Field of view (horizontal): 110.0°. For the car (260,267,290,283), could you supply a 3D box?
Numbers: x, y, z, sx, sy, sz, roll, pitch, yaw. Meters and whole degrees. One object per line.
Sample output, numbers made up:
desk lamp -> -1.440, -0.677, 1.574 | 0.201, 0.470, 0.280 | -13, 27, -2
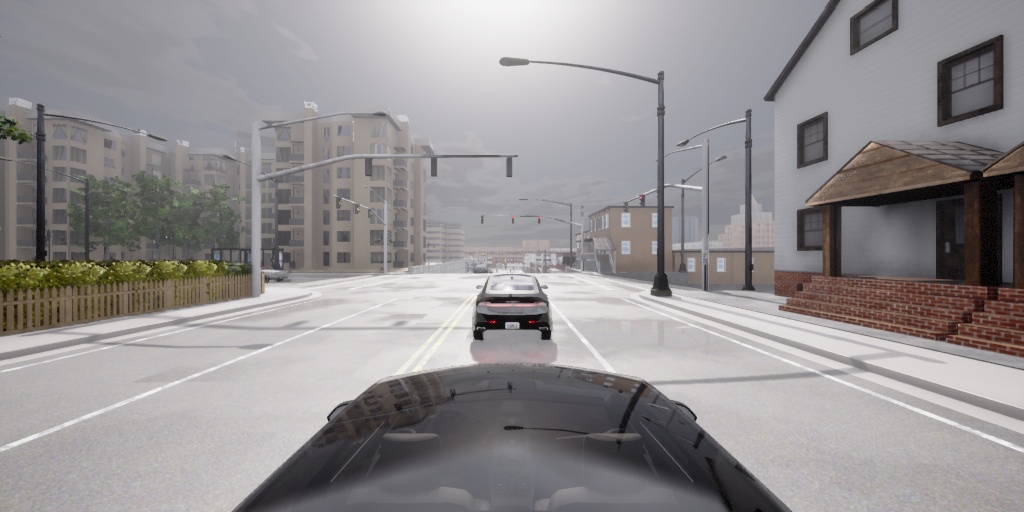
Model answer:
car -> -19.687, 1.351, 27.208 | 4.718, 1.301, 1.895 | 0, 0, 0

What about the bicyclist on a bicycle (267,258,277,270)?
bicyclist on a bicycle -> -25.605, 1.053, 38.225 | 0.582, 1.620, 1.656 | 0, 0, 0

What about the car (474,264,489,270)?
car -> -3.981, 1.774, 47.319 | 1.812, 1.442, 4.674 | 0, -4, 0

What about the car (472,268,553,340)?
car -> 0.002, 1.242, 9.927 | 2.128, 1.511, 4.902 | 0, 0, 0
